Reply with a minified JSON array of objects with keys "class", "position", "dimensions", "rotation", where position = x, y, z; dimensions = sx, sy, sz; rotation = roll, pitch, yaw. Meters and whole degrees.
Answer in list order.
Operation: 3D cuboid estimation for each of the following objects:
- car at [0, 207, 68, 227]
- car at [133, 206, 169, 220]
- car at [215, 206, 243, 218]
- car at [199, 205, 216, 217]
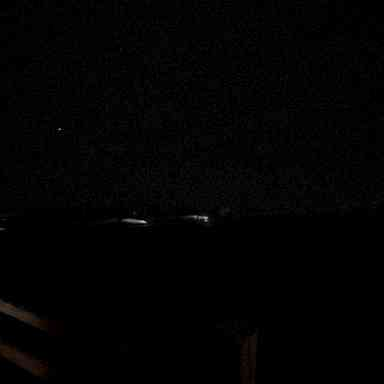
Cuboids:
[{"class":"car","position":[-12.816,1.971,26.936],"dimensions":[2.033,1.411,5.357],"rotation":[3,0,36]},{"class":"car","position":[-4.622,2.365,38.336],"dimensions":[1.837,1.490,4.892],"rotation":[3,0,36]},{"class":"car","position":[5.648,2.917,47.594],"dimensions":[1.812,1.442,4.674],"rotation":[3,0,36]},{"class":"car","position":[2.676,2.731,48.445],"dimensions":[1.837,1.490,4.892],"rotation":[3,0,36]}]
